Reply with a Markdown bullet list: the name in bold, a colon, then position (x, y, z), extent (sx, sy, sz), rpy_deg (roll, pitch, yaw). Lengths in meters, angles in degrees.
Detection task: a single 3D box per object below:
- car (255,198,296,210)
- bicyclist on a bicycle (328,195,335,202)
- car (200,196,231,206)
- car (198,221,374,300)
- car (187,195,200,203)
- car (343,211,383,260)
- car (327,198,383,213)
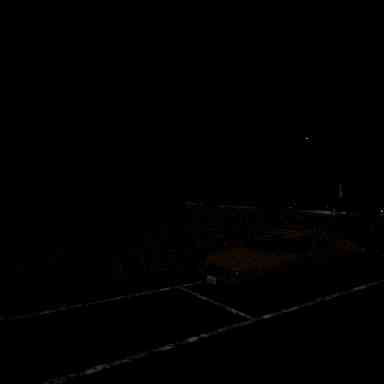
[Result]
- **car**: position (9.471, 1.366, 37.920), extent (1.895, 1.301, 4.718), rpy_deg (1, 0, -34)
- **bicyclist on a bicycle**: position (16.341, 1.158, 38.933), extent (1.656, 1.620, 0.582), rpy_deg (0, 0, -34)
- **car**: position (3.564, 1.234, 46.558), extent (1.994, 1.385, 4.181), rpy_deg (1, 0, -34)
- **car**: position (2.395, 1.526, 8.370), extent (4.829, 1.417, 1.752), rpy_deg (0, 1, -35)
- **car**: position (-0.455, 1.195, 57.981), extent (1.895, 1.301, 4.718), rpy_deg (1, 0, -34)
- **car**: position (7.156, 1.547, 11.673), extent (4.507, 1.381, 1.887), rpy_deg (0, 1, -35)
- **car**: position (14.732, 1.342, 30.238), extent (2.128, 1.511, 4.902), rpy_deg (1, 0, -34)
